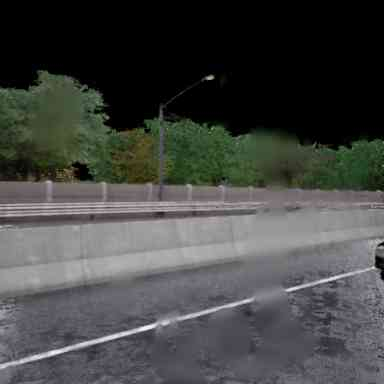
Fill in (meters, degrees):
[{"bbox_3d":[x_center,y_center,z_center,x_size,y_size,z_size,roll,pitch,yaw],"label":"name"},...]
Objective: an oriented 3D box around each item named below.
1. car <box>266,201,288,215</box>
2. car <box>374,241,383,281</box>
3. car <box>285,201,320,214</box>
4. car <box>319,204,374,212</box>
[{"bbox_3d":[9.235,1.641,32.058,5.008,1.535,1.882,1,-1,-35],"label":"car"},{"bbox_3d":[6.501,1.495,8.379,4.902,1.511,2.128,0,0,-35],"label":"car"},{"bbox_3d":[10.427,1.711,28.608,4.181,1.385,1.994,1,-1,-35],"label":"car"},{"bbox_3d":[12.601,1.698,25.864,5.357,1.411,2.033,1,-1,-35],"label":"car"}]
